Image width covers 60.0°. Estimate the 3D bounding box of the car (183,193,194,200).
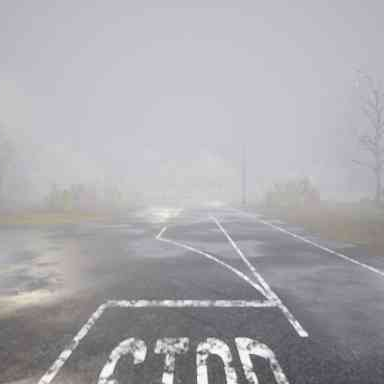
[{"bbox_3d":[-1.488,1.444,94.992,2.033,1.411,5.357,0,0,8],"label":"car"}]
